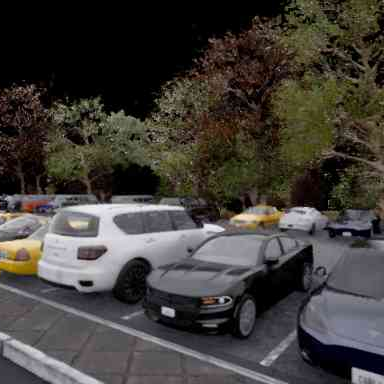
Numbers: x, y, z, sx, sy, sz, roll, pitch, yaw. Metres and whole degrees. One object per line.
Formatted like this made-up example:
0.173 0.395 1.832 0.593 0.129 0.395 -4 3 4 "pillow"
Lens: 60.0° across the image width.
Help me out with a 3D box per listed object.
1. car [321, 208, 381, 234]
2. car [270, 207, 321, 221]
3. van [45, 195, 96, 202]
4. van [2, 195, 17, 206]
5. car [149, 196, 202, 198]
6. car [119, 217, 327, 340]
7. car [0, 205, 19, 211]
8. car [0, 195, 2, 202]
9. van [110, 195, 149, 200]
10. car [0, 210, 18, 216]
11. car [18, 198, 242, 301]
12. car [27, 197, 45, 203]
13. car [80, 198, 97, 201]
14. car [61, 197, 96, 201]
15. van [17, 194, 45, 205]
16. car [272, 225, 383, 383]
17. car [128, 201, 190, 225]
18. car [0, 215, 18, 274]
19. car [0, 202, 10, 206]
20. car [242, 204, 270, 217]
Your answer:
8.763 1.606 17.730 2.163 1.488 4.792 0 0 36 "car"
6.536 1.606 19.378 2.002 1.452 4.674 0 0 36 "car"
-11.444 1.295 32.292 1.878 1.987 4.442 0 0 36 "van"
-18.188 1.334 37.174 1.878 1.987 4.442 0 0 36 "van"
-0.171 1.284 24.283 2.435 2.045 5.566 0 0 36 "car"
1.097 1.583 7.175 2.097 1.535 5.008 0 0 36 "car"
-8.003 1.539 13.541 1.946 1.575 5.366 0 0 36 "car"
-20.378 1.322 38.872 2.435 2.045 5.566 0 0 36 "car"
-4.703 1.291 27.680 1.878 1.987 4.442 0 0 36 "van"
-5.644 1.553 12.067 2.231 1.521 4.892 0 0 36 "car"
-1.136 1.322 8.823 2.435 2.045 5.566 0 0 36 "car"
-13.631 1.532 34.019 2.097 1.535 5.008 0 0 36 "car"
-6.998 1.542 29.236 2.163 1.488 4.792 0 0 36 "car"
-9.135 1.543 30.786 2.163 1.488 4.792 0 0 36 "car"
-15.809 1.320 35.736 1.878 1.987 4.442 0 0 36 "van"
3.324 1.623 5.517 2.163 1.488 4.792 0 0 36 "car"
-2.447 1.554 25.864 2.163 1.488 4.792 0 0 36 "car"
-3.291 1.560 10.581 1.946 1.575 5.366 0 0 36 "car"
-12.595 1.520 16.873 1.946 1.575 5.366 0 0 36 "car"
4.187 1.553 20.857 1.946 1.575 5.366 0 0 36 "car"
